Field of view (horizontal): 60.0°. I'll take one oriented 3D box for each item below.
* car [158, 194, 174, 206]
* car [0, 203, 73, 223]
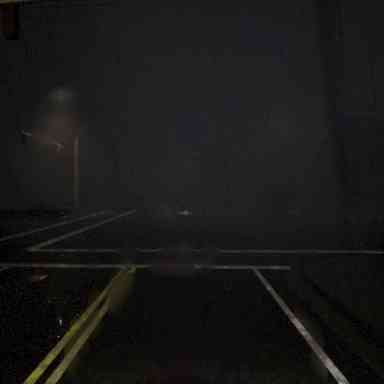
[{"bbox_3d":[-3.519,1.095,44.928,2.128,1.511,4.902,0,1,0],"label":"car"},{"bbox_3d":[-11.120,1.443,23.602,4.718,1.301,1.895,0,1,5],"label":"car"}]
